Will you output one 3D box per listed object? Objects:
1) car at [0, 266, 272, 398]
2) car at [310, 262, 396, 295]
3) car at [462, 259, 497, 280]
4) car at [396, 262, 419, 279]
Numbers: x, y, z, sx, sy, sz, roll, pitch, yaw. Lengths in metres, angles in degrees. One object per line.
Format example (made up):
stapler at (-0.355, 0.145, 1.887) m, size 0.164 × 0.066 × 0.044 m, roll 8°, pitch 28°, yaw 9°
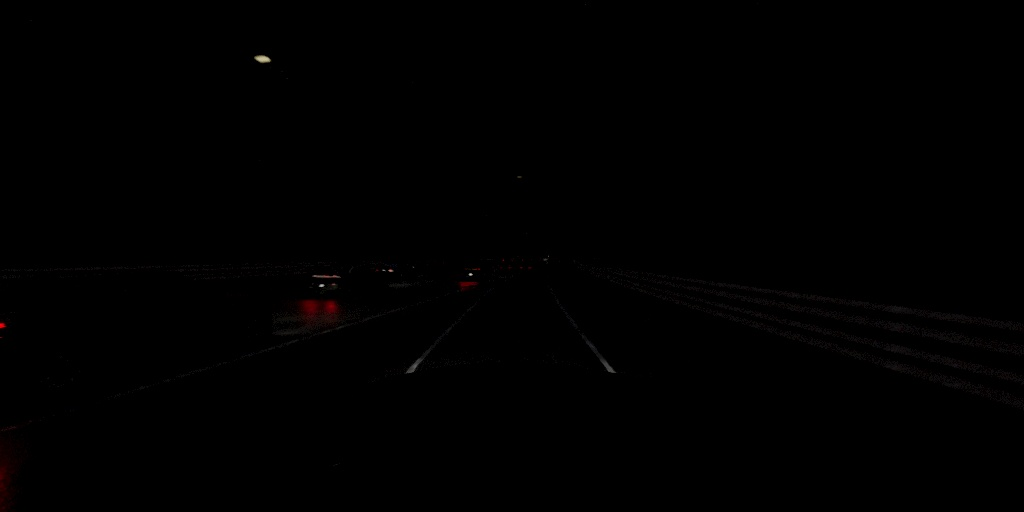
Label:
car at (-6.946, 1.030, 6.660) m, size 2.097 × 1.767 × 4.553 m, roll 0°, pitch 0°, yaw 9°
car at (-8.480, 1.176, 19.109) m, size 2.128 × 1.511 × 4.902 m, roll 0°, pitch 0°, yaw 9°
car at (-2.944, 1.231, 31.378) m, size 1.837 × 1.490 × 4.892 m, roll 0°, pitch 0°, yaw 9°
car at (-10.012, 1.229, 31.501) m, size 2.033 × 1.411 × 5.357 m, roll 0°, pitch 0°, yaw 9°
